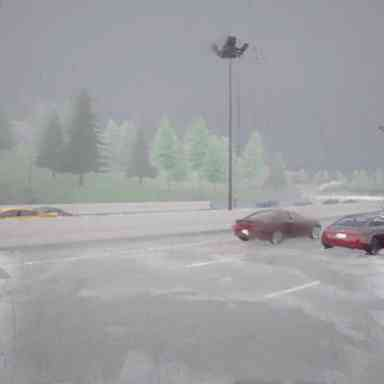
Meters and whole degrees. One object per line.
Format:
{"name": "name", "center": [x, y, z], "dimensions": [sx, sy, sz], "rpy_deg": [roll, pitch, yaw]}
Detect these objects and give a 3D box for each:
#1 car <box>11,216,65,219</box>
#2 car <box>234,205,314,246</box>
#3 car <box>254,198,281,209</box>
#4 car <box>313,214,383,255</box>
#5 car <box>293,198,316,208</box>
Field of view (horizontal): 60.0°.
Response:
{"name": "car", "center": [-10.000, 1.596, 18.409], "dimensions": [5.008, 1.535, 1.882], "rpy_deg": [0, 0, -36]}
{"name": "car", "center": [4.215, 1.563, 15.923], "dimensions": [5.008, 1.535, 1.882], "rpy_deg": [0, 0, -39]}
{"name": "car", "center": [11.907, 1.760, 52.116], "dimensions": [1.882, 1.535, 5.008], "rpy_deg": [0, 0, 44]}
{"name": "car", "center": [7.220, 1.633, 13.868], "dimensions": [4.181, 1.385, 1.994], "rpy_deg": [0, 0, -39]}
{"name": "car", "center": [18.493, 1.810, 54.557], "dimensions": [1.812, 1.442, 4.674], "rpy_deg": [0, 0, 41]}
